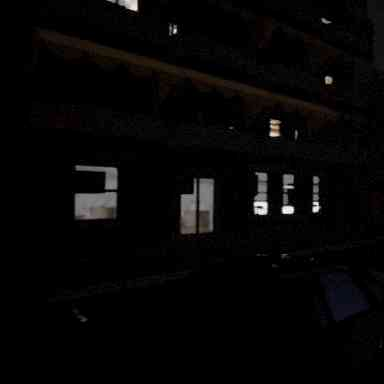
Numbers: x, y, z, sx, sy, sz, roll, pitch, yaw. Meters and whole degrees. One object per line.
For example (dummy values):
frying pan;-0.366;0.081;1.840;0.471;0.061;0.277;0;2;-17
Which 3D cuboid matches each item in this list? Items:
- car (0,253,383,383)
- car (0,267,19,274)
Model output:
car;0.860;1.542;3.993;5.357;1.411;2.033;0;0;-36
car;-3.967;1.568;3.716;4.313;1.339;1.947;0;1;-36
